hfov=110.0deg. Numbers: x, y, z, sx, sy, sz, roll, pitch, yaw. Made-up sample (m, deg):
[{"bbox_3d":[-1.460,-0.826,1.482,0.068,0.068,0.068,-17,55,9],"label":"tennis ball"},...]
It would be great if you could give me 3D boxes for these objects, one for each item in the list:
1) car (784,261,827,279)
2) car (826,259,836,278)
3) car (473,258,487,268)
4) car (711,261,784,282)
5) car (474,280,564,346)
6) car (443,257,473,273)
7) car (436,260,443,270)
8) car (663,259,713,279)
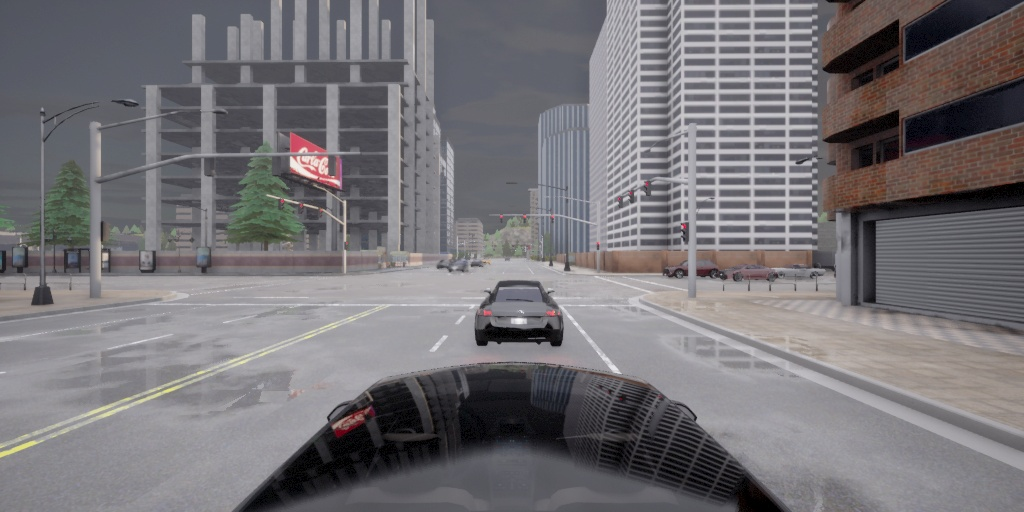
[{"bbox_3d":[25.056,1.351,32.195,4.718,1.301,1.895,0,0,1],"label":"car"},{"bbox_3d":[28.675,1.228,28.640,5.008,1.535,1.882,0,0,1],"label":"car"},{"bbox_3d":[-6.041,1.297,61.852,2.033,1.411,5.357,0,0,1],"label":"car"},{"bbox_3d":[18.789,1.314,28.776,4.181,1.385,1.994,0,0,1],"label":"car"},{"bbox_3d":[0.187,1.314,9.399,1.994,1.385,4.181,0,0,1],"label":"car"},{"bbox_3d":[-6.408,1.241,42.825,2.128,1.511,4.902,0,0,1],"label":"car"},{"bbox_3d":[-9.736,1.255,52.254,1.837,1.490,4.892,0,0,1],"label":"car"},{"bbox_3d":[16.063,1.102,32.310,4.553,1.767,2.097,0,0,1],"label":"car"}]
